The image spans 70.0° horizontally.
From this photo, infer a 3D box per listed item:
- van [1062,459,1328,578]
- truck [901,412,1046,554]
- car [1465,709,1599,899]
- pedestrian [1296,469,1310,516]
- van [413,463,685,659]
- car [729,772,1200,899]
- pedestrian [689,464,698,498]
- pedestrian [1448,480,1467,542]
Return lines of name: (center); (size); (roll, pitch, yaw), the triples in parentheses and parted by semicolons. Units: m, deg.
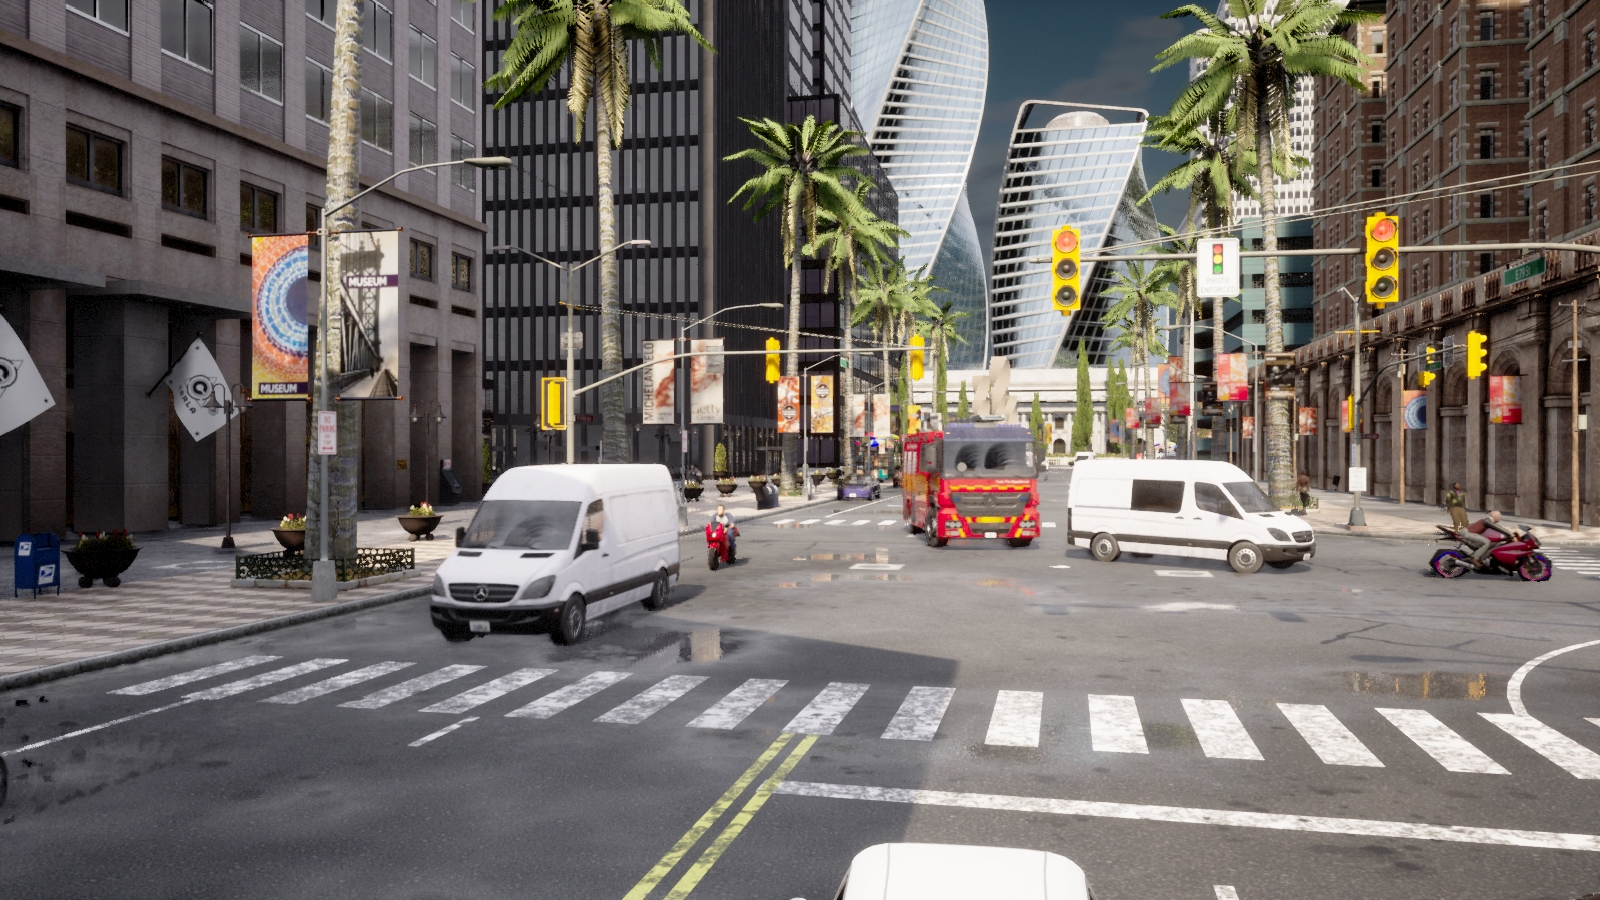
van: (9.496, 1.534, 27.980); (1.988, 2.561, 5.915); (0, 0, -42)
truck: (5.061, 0.891, 35.090); (2.891, 3.827, 8.468); (0, 0, -2)
car: (3.753, 1.992, 2.523); (2.152, 1.651, 5.027); (0, 0, 7)
pedestrian: (19.999, 1.696, 45.421); (0.375, 1.860, 0.375); (0, 0, -38)
van: (-3.741, 1.534, 18.471); (1.988, 2.561, 5.915); (0, 0, 13)
car: (0.558, 2.120, 3.851); (1.481, 1.376, 2.207); (0, 0, 9)
pedestrian: (-5.831, 1.701, 62.737); (0.375, 1.860, 0.375); (0, 0, 13)
pedestrian: (19.855, 1.848, 34.525); (0.375, 1.860, 0.375); (0, 0, 6)
